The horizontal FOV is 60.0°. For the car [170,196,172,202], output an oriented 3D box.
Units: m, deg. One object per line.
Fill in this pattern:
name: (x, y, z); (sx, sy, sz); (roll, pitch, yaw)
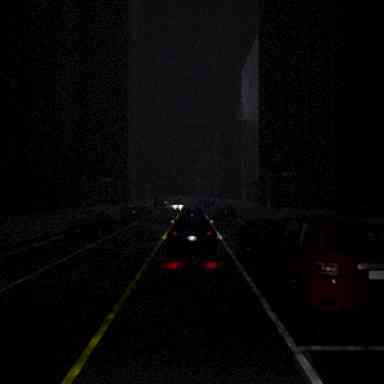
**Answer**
car: (-5.637, 1.825, 63.938); (2.192, 1.841, 5.009); (0, 0, 0)

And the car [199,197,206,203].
car: (2.901, 2.135, 92.110); (1.967, 1.590, 4.097); (0, 0, 0)

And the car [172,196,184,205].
car: (-2.968, 2.079, 71.000); (2.128, 1.511, 4.902); (0, 0, 0)

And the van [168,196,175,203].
van: (-5.624, 2.036, 92.129); (1.690, 1.788, 3.998); (0, 0, 0)

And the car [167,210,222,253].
car: (0.010, 1.689, 14.314); (1.994, 1.385, 4.181); (0, 0, 0)

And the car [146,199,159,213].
car: (-5.648, 1.900, 41.377); (2.008, 1.369, 4.403); (0, 0, 0)

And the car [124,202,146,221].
car: (-5.653, 1.697, 30.100); (1.967, 1.590, 4.097); (0, 0, 0)

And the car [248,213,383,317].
car: (2.862, 1.383, 7.514); (2.192, 1.841, 5.009); (0, 0, 0)

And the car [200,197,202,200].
car: (2.887, 1.999, 58.442); (1.752, 1.417, 4.829); (0, 0, 0)

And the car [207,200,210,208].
car: (2.875, 1.885, 35.711); (1.802, 1.307, 4.206); (0, 0, 0)

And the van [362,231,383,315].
van: (2.859, 1.360, 1.873); (1.690, 1.788, 3.998); (0, 0, 0)

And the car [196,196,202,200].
car: (2.387, 2.131, 79.413); (1.812, 1.442, 4.674); (0, 0, 0)

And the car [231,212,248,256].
car: (2.865, 1.681, 13.152); (1.947, 1.339, 4.313); (0, 0, 0)

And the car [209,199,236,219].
car: (2.872, 1.697, 30.071); (1.967, 1.590, 4.097); (0, 0, 0)

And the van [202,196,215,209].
van: (2.883, 1.775, 52.632); (1.690, 1.788, 3.998); (0, 0, 0)

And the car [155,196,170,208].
car: (-5.640, 1.787, 58.298); (2.192, 1.841, 5.009); (0, 0, 0)

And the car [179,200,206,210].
car: (0.019, 1.730, 29.465); (1.882, 1.535, 5.008); (0, 0, 0)

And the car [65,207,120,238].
car: (-5.659, 1.708, 18.821); (1.887, 1.381, 4.507); (0, 0, 0)

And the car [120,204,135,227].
car: (-5.656, 1.792, 24.459); (1.802, 1.307, 4.206); (0, 0, 0)
